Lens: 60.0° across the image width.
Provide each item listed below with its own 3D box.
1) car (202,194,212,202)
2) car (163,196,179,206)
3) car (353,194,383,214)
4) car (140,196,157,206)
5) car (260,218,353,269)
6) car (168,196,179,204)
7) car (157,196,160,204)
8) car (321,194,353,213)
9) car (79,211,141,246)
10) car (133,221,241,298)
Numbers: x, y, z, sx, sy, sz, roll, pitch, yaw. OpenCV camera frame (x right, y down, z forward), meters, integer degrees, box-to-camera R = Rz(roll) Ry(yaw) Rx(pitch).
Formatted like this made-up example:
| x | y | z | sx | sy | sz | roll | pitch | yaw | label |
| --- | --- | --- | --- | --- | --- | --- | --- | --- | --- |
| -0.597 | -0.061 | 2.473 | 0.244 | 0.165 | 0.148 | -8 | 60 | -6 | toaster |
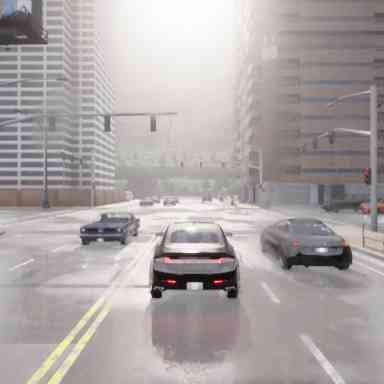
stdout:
| x | y | z | sx | sy | sz | roll | pitch | yaw | label |
| --- | --- | --- | --- | --- | --- | --- | --- | --- | --- |
| 3.406 | 1.335 | 76.835 | 2.097 | 1.767 | 4.553 | 0 | 0 | 0 | car |
| -3.656 | 1.477 | 55.092 | 2.128 | 1.511 | 4.902 | 0 | 0 | 0 | car |
| 18.977 | 1.343 | 32.996 | 4.553 | 1.767 | 2.097 | 0 | 0 | 0 | car |
| -7.161 | 1.511 | 53.298 | 1.812 | 1.442 | 4.674 | 0 | 0 | 1 | car |
| 3.566 | 1.561 | 11.112 | 1.994 | 1.385 | 4.181 | 0 | 0 | 0 | car |
| -3.611 | 1.488 | 66.686 | 1.837 | 1.490 | 4.892 | 0 | 0 | 1 | car |
| -7.132 | 1.509 | 63.210 | 1.812 | 1.442 | 4.674 | 0 | 0 | 1 | car |
| 17.152 | 1.212 | 36.516 | 5.566 | 2.045 | 2.150 | 0 | 0 | 0 | car |
| -3.620 | 1.597 | 15.377 | 1.895 | 1.301 | 4.718 | 0 | 0 | 0 | car |
| 0.055 | 1.489 | 8.462 | 2.128 | 1.511 | 4.902 | 0 | 0 | 0 | car |
